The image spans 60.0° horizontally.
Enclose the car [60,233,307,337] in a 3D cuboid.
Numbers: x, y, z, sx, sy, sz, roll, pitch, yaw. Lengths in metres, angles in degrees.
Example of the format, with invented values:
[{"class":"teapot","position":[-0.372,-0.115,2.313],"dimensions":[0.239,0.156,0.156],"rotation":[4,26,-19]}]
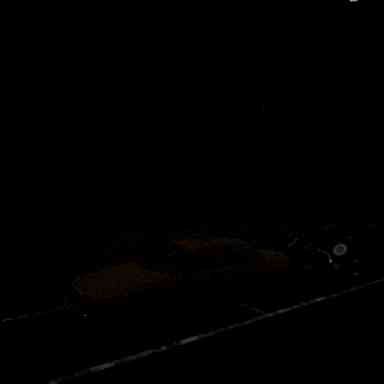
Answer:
[{"class":"car","position":[-0.008,1.535,6.634],"dimensions":[4.829,1.417,1.752],"rotation":[0,0,-35]}]

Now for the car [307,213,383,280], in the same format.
[{"class":"car","position":[4.697,1.465,9.977],"dimensions":[4.097,1.590,1.967],"rotation":[0,0,-35]}]
